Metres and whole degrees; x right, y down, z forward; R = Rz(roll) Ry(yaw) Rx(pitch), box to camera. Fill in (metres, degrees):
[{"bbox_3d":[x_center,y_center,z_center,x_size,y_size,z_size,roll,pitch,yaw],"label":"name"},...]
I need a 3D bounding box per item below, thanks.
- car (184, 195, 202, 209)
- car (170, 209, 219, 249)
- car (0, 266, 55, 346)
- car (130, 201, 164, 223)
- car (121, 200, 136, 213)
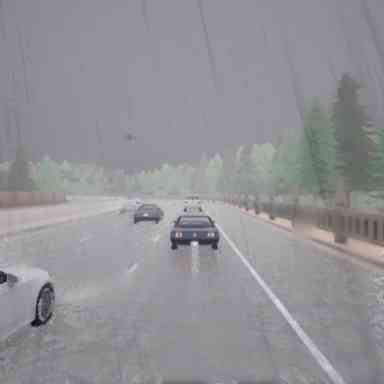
[{"bbox_3d":[0.107,1.381,42.736,2.150,2.045,5.566,0,0,0],"label":"car"},{"bbox_3d":[0.106,1.656,14.749,1.895,1.301,4.718,0,0,0],"label":"car"},{"bbox_3d":[-3.395,1.541,4.144,1.812,1.442,4.674,0,0,0],"label":"car"},{"bbox_3d":[-3.392,1.662,26.509,1.994,1.385,4.181,0,0,0],"label":"car"},{"bbox_3d":[-6.890,1.666,38.145,1.812,1.442,4.674,0,0,0],"label":"car"}]
